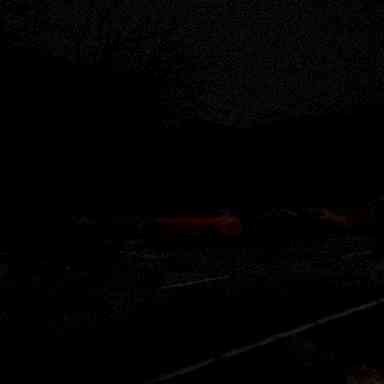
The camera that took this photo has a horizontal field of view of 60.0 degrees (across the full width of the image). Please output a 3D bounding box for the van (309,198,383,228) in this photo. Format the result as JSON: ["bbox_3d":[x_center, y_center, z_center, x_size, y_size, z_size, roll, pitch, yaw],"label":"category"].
[{"bbox_3d":[10.227,1.431,22.615,4.442,1.987,1.878,-1,-1,37],"label":"van"}]

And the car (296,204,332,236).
[{"bbox_3d":[5.100,1.603,19.360,5.008,1.535,2.097,-1,-2,36],"label":"car"}]

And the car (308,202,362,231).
[{"bbox_3d":[7.462,1.630,21.124,5.366,1.575,1.946,-1,-1,36],"label":"car"}]

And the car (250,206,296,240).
[{"bbox_3d":[2.604,1.577,17.662,4.892,1.521,2.231,-1,-1,36],"label":"car"}]

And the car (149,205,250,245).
[{"bbox_3d":[0.110,1.422,15.961,4.553,1.767,2.185,-1,-1,35],"label":"car"}]

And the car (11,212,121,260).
[{"bbox_3d":[-4.882,1.492,12.546,5.008,1.535,2.097,-1,-1,35],"label":"car"}]
